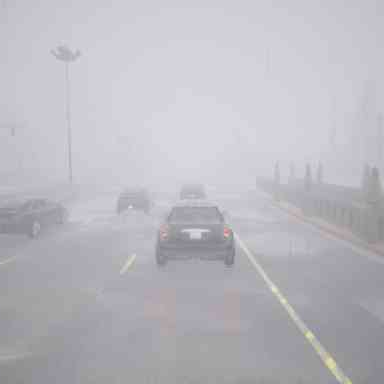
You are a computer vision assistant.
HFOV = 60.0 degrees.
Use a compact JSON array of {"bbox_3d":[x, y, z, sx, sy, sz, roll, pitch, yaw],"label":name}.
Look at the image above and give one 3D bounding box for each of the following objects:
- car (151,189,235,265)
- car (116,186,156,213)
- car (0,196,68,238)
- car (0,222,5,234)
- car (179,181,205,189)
[{"bbox_3d":[0.087,1.003,10.539,2.097,1.767,4.553,0,3,0],"label":"car"},{"bbox_3d":[-3.458,0.356,20.947,1.837,1.490,4.892,0,6,0],"label":"car"},{"bbox_3d":[-6.925,0.932,14.191,1.837,1.490,4.892,0,4,0],"label":"car"},{"bbox_3d":[-3.400,1.322,1.844,2.097,1.767,4.553,0,1,0],"label":"car"},{"bbox_3d":[0.018,-0.146,25.608,1.882,1.535,5.008,0,6,0],"label":"car"}]
